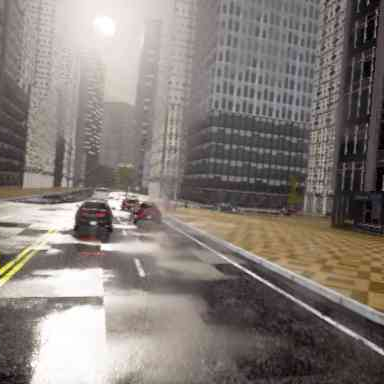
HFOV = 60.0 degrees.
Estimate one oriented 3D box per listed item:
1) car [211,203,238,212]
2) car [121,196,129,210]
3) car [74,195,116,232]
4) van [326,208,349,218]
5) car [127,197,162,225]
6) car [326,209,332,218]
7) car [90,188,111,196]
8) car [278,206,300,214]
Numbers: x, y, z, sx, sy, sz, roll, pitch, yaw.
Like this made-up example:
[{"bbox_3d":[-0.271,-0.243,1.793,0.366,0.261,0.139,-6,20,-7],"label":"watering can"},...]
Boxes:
[{"bbox_3d":[5.208,2.421,53.209,4.403,1.369,2.008,5,0,-15],"label":"car"},{"bbox_3d":[-6.478,1.182,35.399,1.994,1.385,4.181,5,0,-14],"label":"car"},{"bbox_3d":[-5.199,1.160,17.884,1.837,1.490,4.892,5,0,-15],"label":"car"},{"bbox_3d":[30.089,4.350,68.893,3.998,1.788,1.690,5,0,-15],"label":"van"},{"bbox_3d":[-3.205,1.354,22.962,1.812,1.442,4.674,5,0,-15],"label":"car"},{"bbox_3d":[26.848,4.370,59.315,4.313,1.339,1.947,5,0,-15],"label":"car"},{"bbox_3d":[-12.758,0.465,46.950,2.150,2.045,5.566,5,-1,-15],"label":"car"},{"bbox_3d":[19.244,3.481,65.902,4.097,1.590,1.967,5,0,-15],"label":"car"}]
